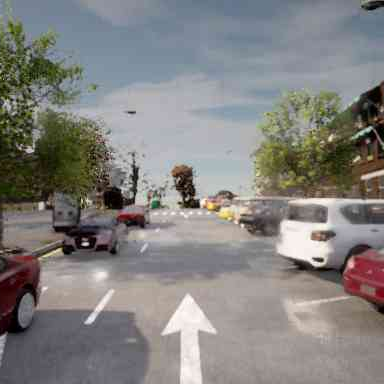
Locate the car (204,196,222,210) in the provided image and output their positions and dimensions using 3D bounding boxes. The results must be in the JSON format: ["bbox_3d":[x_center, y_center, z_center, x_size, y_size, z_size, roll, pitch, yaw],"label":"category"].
[{"bbox_3d":[4.704,1.672,42.765,5.366,1.575,1.946,0,-1,-21],"label":"car"}]

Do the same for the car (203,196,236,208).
[{"bbox_3d":[4.288,1.649,51.783,4.553,1.767,2.185,1,-3,-22],"label":"car"}]

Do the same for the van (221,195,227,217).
[{"bbox_3d":[4.749,1.328,24.524,4.442,1.987,1.878,0,0,-21],"label":"van"}]

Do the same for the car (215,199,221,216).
[{"bbox_3d":[4.990,1.571,27.658,5.366,1.575,1.946,0,-1,-21],"label":"car"}]

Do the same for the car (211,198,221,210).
[{"bbox_3d":[4.717,1.654,33.643,4.674,1.452,2.002,0,-1,-21],"label":"car"}]

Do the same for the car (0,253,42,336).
[{"bbox_3d":[-3.678,1.553,4.106,1.882,1.535,5.008,-1,0,-1],"label":"car"}]

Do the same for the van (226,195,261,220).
[{"bbox_3d":[4.794,1.308,21.496,4.442,1.987,1.878,0,0,-21],"label":"van"}]

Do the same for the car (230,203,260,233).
[{"bbox_3d":[4.936,1.515,18.519,4.892,1.521,2.231,0,-1,-21],"label":"car"}]

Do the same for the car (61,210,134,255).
[{"bbox_3d":[-3.894,1.706,14.004,1.994,1.385,4.181,-1,0,-1],"label":"car"}]

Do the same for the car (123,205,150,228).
[{"bbox_3d":[-4.132,1.688,24.023,1.882,1.535,5.008,-1,0,-1],"label":"car"}]

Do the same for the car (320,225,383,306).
[{"bbox_3d":[5.118,1.474,6.434,4.674,1.452,2.002,0,-1,-21],"label":"car"}]

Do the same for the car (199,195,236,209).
[{"bbox_3d":[4.139,1.662,54.733,5.566,2.045,2.435,2,-6,-21],"label":"car"}]

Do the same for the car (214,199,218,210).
[{"bbox_3d":[4.778,1.634,30.615,4.674,1.452,2.002,0,0,-21],"label":"car"}]

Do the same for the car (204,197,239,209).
[{"bbox_3d":[4.332,1.590,48.759,4.553,1.767,2.185,0,-1,-22],"label":"car"}]

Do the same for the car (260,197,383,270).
[{"bbox_3d":[5.092,1.203,9.469,5.566,2.045,2.435,0,-1,-21],"label":"car"}]

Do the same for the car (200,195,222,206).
[{"bbox_3d":[4.428,1.444,45.710,5.566,2.045,2.435,0,0,-22],"label":"car"}]
